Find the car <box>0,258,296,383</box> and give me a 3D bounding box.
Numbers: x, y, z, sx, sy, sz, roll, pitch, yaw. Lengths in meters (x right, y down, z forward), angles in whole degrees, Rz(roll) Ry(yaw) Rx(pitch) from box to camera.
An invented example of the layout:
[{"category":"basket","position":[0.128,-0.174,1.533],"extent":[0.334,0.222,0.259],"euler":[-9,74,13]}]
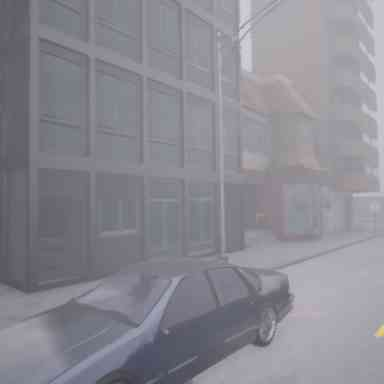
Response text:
[{"category":"car","position":[-0.325,1.777,4.942],"extent":[2.033,1.411,5.357],"euler":[-3,-3,41]}]
